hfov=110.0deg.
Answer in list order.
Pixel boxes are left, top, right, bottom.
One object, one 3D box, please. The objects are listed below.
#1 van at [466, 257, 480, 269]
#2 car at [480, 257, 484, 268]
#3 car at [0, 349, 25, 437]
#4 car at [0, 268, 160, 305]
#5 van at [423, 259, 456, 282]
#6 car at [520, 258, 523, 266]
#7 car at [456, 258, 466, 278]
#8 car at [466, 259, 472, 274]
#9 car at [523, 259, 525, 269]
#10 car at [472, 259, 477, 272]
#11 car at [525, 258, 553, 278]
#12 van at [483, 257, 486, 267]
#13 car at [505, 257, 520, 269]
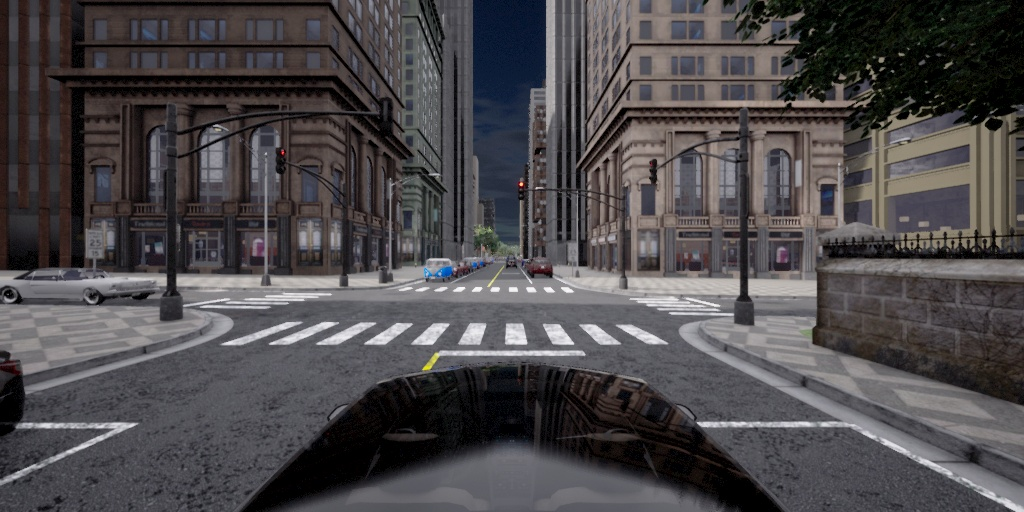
[{"bbox_3d":[-5.855,1.117,50.208,1.690,1.789,3.998,0,0,0],"label":"van"},{"bbox_3d":[-5.866,1.327,55.649,1.888,1.381,4.507,0,0,0],"label":"car"},{"bbox_3d":[-5.763,1.316,1.787,1.948,1.339,4.313,0,0,0],"label":"car"},{"bbox_3d":[-16.564,1.115,13.689,4.718,1.301,1.895,1,0,0],"label":"car"},{"bbox_3d":[-5.814,1.095,28.444,1.690,1.789,3.998,0,0,0],"label":"van"},{"bbox_3d":[2.660,1.333,55.672,2.007,1.370,4.403,0,0,0],"label":"car"},{"bbox_3d":[-5.824,1.198,33.884,1.967,1.591,4.097,0,0,0],"label":"car"},{"bbox_3d":[-5.834,1.309,39.325,1.888,1.381,4.507,0,0,0],"label":"car"},{"bbox_3d":[2.691,1.078,39.350,2.192,1.841,5.009,0,0,0],"label":"car"},{"bbox_3d":[-5.845,1.335,44.766,1.948,1.339,4.313,0,0,0],"label":"car"},{"bbox_3d":[2.701,1.073,33.909,2.192,1.841,5.009,0,0,0],"label":"car"},{"bbox_3d":[-5.876,1.129,61.090,1.690,1.789,3.998,0,0,0],"label":"van"},{"bbox_3d":[-0.058,1.291,59.099,1.837,1.490,4.892,0,0,1],"label":"car"}]
